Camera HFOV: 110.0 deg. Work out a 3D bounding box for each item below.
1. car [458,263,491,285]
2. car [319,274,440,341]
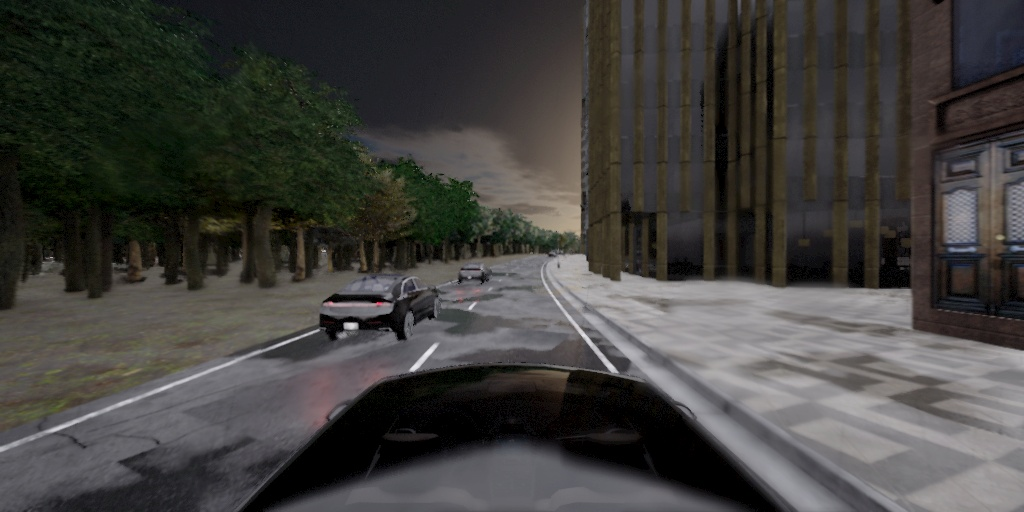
[{"bbox_3d":[-2.718,1.235,26.404,2.128,1.511,4.902,0,0,3],"label":"car"},{"bbox_3d":[-3.294,1.239,9.842,2.128,1.511,4.902,0,0,1],"label":"car"}]
